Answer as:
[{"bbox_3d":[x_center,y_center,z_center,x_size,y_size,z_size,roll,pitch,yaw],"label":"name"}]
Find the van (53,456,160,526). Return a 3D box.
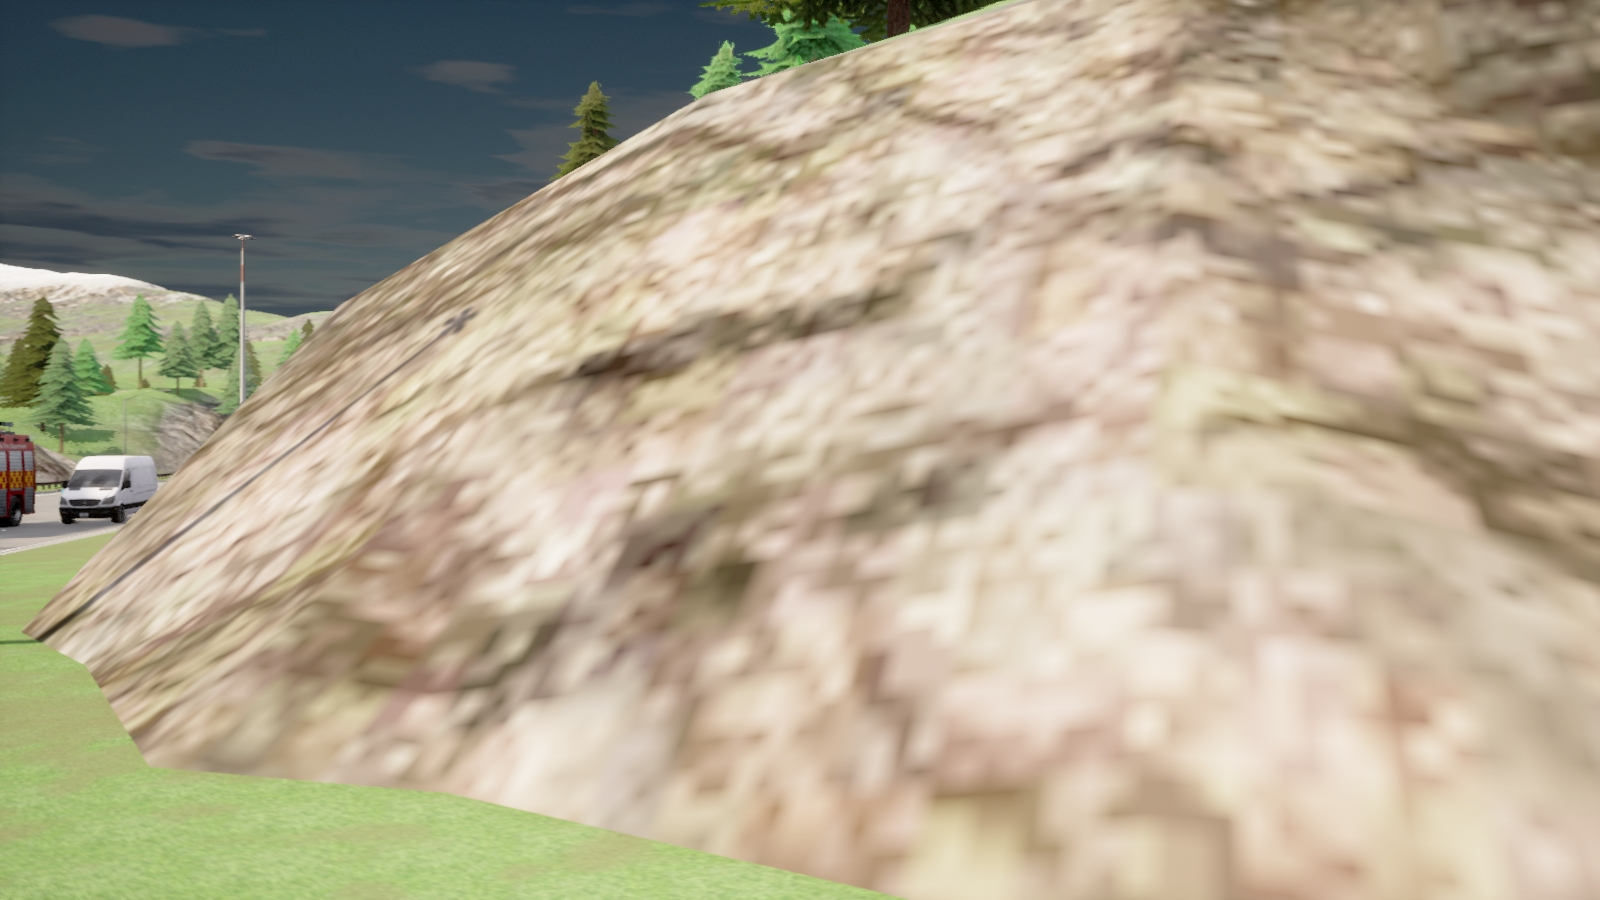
[{"bbox_3d":[-27.209,1.521,45.069,1.988,2.561,5.915,0,0,-14],"label":"van"}]

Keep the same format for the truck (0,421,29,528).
[{"bbox_3d":[-29.410,0.874,38.572,2.891,3.827,8.468,0,0,-14],"label":"truck"}]

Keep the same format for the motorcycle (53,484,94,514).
[{"bbox_3d":[-32.352,2.170,50.880,0.803,1.199,2.033,-2,0,-10],"label":"motorcycle"}]
